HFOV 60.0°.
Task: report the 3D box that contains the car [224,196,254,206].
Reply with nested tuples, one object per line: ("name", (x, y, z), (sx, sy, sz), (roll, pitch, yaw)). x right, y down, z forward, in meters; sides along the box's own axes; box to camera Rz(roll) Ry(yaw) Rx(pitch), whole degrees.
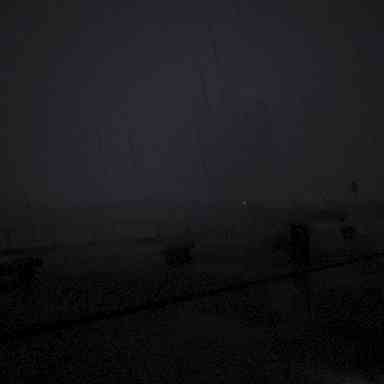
("car", (5.915, 1.342, 41.931), (2.097, 1.767, 4.553), (0, 0, -35))

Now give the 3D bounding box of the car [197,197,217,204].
("car", (2.007, 1.537, 54.553), (2.033, 1.411, 5.357), (0, 0, -35))

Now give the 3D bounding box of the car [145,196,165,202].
("car", (-6.671, 1.484, 59.885), (2.128, 1.511, 4.902), (0, 0, -35))

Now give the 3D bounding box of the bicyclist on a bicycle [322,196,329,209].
("bicyclist on a bicycle", (16.603, 1.337, 41.360), (1.656, 1.620, 0.582), (0, 0, -35))
